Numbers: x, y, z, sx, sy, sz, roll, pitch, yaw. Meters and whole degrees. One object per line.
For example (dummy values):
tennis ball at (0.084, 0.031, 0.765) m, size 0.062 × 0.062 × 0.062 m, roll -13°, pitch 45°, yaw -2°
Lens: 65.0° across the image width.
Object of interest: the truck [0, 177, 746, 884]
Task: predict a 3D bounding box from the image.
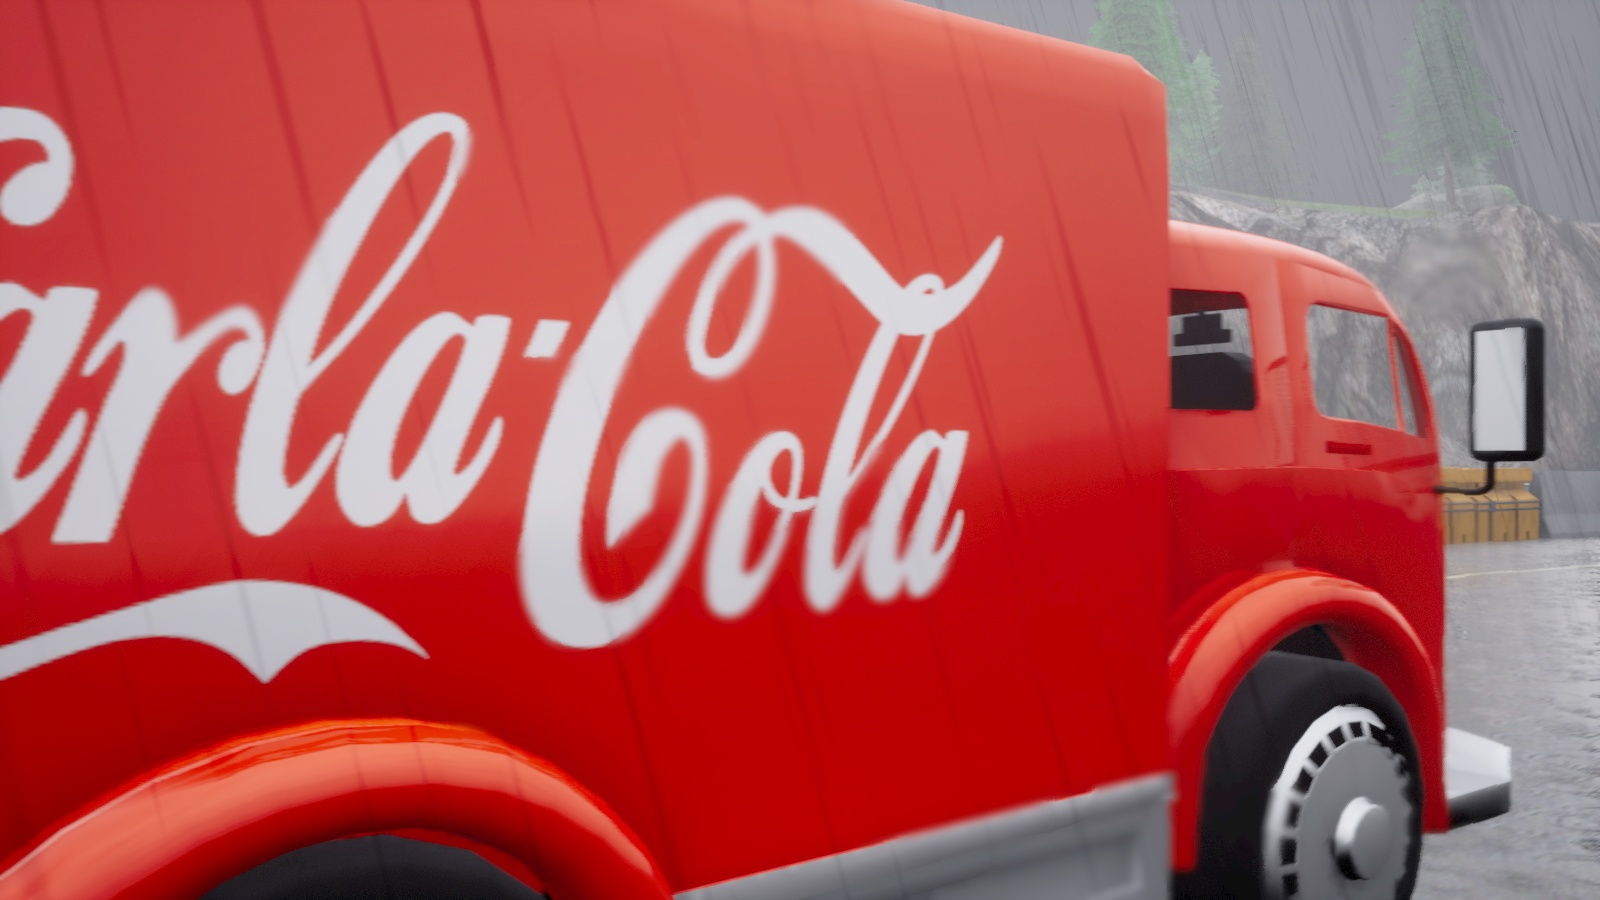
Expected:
truck at (-3.158, 0.283, 5.728) m, size 5.204 × 2.467 × 2.627 m, roll 0°, pitch 0°, yaw -35°

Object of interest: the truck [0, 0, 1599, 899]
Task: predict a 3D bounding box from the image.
truck at (-0.281, 0.272, 3.466) m, size 5.204 × 2.467 × 2.627 m, roll 0°, pitch 0°, yaw -35°
